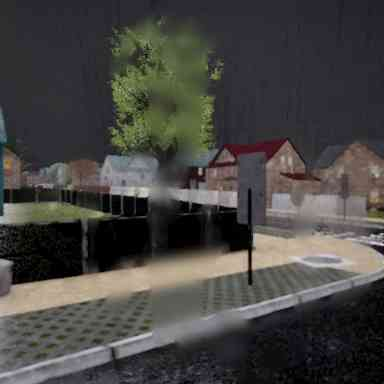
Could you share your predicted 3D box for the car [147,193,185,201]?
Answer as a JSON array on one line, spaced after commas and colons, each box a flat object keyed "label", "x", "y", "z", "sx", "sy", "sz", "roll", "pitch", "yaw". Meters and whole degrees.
[{"label": "car", "x": -2.328, "y": 0.823, "z": 29.268, "sx": 2.128, "sy": 1.511, "sz": 4.902, "roll": 0, "pitch": 2, "yaw": -35}]

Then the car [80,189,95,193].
[{"label": "car", "x": -15.099, "y": 0.261, "z": 47.745, "sx": 1.895, "sy": 1.301, "sz": 4.718, "roll": 0, "pitch": 2, "yaw": -35}]
